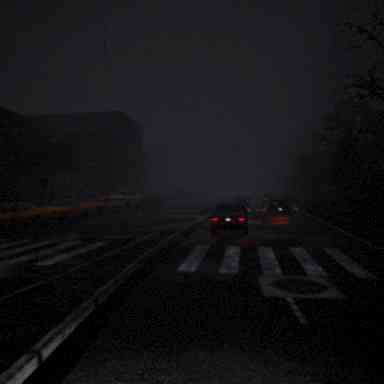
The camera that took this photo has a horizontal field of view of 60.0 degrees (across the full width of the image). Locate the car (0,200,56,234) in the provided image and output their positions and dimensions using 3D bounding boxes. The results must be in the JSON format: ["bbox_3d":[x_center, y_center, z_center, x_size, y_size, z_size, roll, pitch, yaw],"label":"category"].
[{"bbox_3d":[-9.874,1.231,17.726,1.946,1.575,5.366,0,1,10],"label":"car"}]

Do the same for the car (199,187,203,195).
[{"bbox_3d":[0.620,0.179,77.578,1.946,1.575,5.366,0,1,10],"label":"car"}]

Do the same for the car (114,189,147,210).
[{"bbox_3d":[-6.955,0.689,34.321,2.435,2.045,5.566,0,1,10],"label":"car"}]

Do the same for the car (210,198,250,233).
[{"bbox_3d":[2.069,1.275,17.672,2.033,1.411,5.357,0,1,10],"label":"car"}]

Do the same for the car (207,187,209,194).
[{"bbox_3d":[2.526,-0.012,88.460,1.946,1.575,5.366,0,1,10],"label":"car"}]

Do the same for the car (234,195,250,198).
[{"bbox_3d":[5.766,0.960,38.379,1.895,1.301,4.718,0,1,10],"label":"car"}]

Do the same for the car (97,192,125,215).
[{"bbox_3d":[-7.958,1.038,28.605,1.946,1.575,5.366,0,1,10],"label":"car"}]

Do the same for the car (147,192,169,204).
[{"bbox_3d":[-5.053,0.779,45.206,2.163,1.488,4.792,0,1,10],"label":"car"}]

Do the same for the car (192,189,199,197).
[{"bbox_3d":[-0.620,0.302,70.819,2.231,1.521,4.892,0,1,11],"label":"car"}]

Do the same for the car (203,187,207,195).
[{"bbox_3d":[1.610,-0.043,83.230,2.185,1.767,4.553,0,1,10],"label":"car"}]

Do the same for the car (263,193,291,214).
[{"bbox_3d":[7.197,1.026,27.919,1.837,1.490,4.892,0,1,10],"label":"car"}]

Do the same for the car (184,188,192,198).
[{"bbox_3d":[-2.192,0.212,61.527,2.435,2.045,5.566,0,1,10],"label":"car"}]

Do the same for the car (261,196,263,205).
[{"bbox_3d":[9.729,0.816,42.077,2.033,1.411,5.357,0,1,10],"label":"car"}]

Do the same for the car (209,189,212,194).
[{"bbox_3d":[3.505,-0.358,94.053,2.435,2.045,5.566,0,1,10],"label":"car"}]

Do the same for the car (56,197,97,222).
[{"bbox_3d":[-8.911,1.133,23.163,1.946,1.575,5.366,0,1,10],"label":"car"}]

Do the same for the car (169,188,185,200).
[{"bbox_3d":[-3.137,0.559,56.124,2.231,1.521,4.892,0,1,10],"label":"car"}]
